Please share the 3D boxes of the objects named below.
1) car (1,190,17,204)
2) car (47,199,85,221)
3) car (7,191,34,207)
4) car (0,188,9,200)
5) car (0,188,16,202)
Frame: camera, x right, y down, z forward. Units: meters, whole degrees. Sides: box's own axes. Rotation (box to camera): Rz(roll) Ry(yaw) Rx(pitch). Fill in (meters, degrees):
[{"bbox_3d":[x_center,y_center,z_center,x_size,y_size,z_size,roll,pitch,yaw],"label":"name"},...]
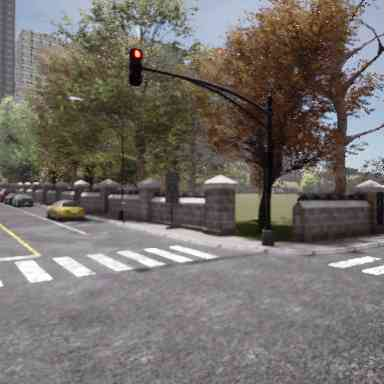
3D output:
[{"bbox_3d":[-21.949,0.836,41.295,1.947,1.339,4.313,2,0,-36],"label":"car"},{"bbox_3d":[-9.000,1.184,23.535,1.752,1.417,4.829,2,0,-36],"label":"car"},{"bbox_3d":[-18.686,0.918,36.820,2.008,1.369,4.403,2,0,-36],"label":"car"},{"bbox_3d":[-31.725,0.295,54.719,2.192,1.841,5.009,2,0,-36],"label":"car"},{"bbox_3d":[-25.202,0.488,45.771,2.192,1.841,5.009,2,0,-36],"label":"car"}]
